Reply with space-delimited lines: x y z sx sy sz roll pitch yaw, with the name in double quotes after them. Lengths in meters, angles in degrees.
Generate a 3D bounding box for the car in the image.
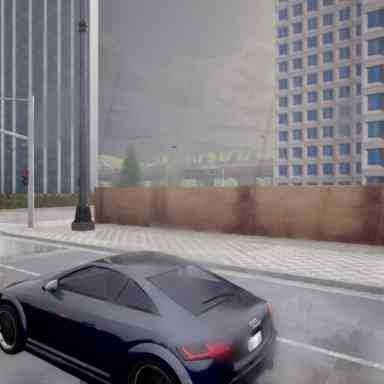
-0.977 1.564 4.700 4.181 1.385 1.994 0 0 35 "car"
